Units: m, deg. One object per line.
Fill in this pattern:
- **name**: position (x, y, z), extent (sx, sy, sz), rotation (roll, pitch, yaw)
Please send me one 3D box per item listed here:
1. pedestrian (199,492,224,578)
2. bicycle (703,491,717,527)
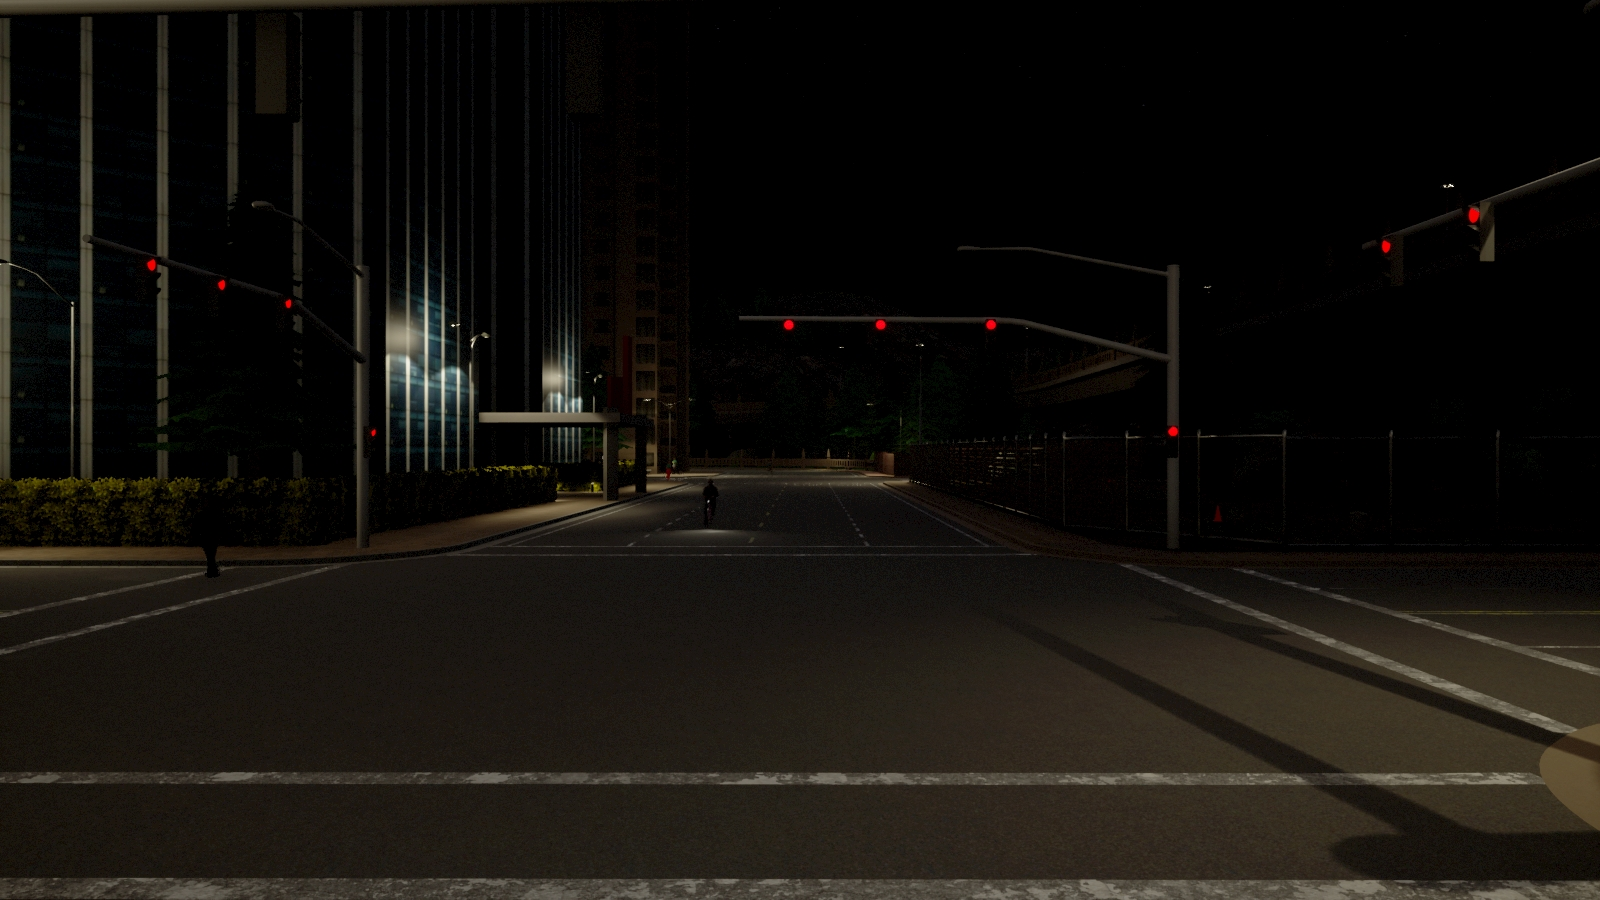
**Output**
- **pedestrian**: position (-12.890, 1.848, 25.023), extent (0.375, 1.860, 0.375), rotation (0, 0, -6)
- **bicycle**: position (-3.204, 2.101, 40.736), extent (0.329, 1.271, 1.835), rotation (0, -3, 0)
